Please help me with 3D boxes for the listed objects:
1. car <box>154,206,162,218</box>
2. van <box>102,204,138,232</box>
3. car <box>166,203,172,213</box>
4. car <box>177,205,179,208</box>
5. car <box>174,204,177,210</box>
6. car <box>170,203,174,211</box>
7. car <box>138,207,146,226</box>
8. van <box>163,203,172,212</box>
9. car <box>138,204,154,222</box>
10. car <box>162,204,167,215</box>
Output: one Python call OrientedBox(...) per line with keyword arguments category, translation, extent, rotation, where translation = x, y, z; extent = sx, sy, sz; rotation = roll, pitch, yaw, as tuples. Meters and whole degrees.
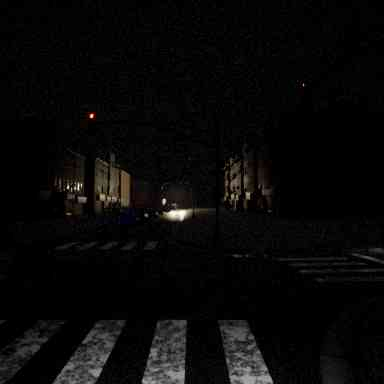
OrientedBox(category="car", translation=(-5.442, 2.666, 43.287), extent=(1.887, 1.381, 4.507), rotation=(2, -2, 0))
OrientedBox(category="van", translation=(-5.390, 1.905, 24.415), extent=(1.690, 1.788, 3.998), rotation=(2, -2, 0))
OrientedBox(category="car", translation=(-5.495, 3.344, 64.438), extent=(1.887, 1.381, 4.507), rotation=(1, -2, 0))
OrientedBox(category="car", translation=(-5.556, 4.041, 90.880), extent=(2.192, 1.841, 5.009), rotation=(1, -2, 0))
OrientedBox(category="car", translation=(-5.548, 4.086, 85.586), extent=(2.008, 1.369, 4.403), rotation=(1, -2, 0))
OrientedBox(category="car", translation=(-5.506, 3.419, 69.728), extent=(1.967, 1.590, 4.097), rotation=(1, -2, 0))
OrientedBox(category="car", translation=(-5.404, 2.211, 27.728), extent=(2.008, 1.369, 4.403), rotation=(2, -2, 0))
OrientedBox(category="van", translation=(-5.517, 3.501, 75.019), extent=(1.690, 1.788, 3.998), rotation=(1, -2, 0))
OrientedBox(category="car", translation=(-5.409, 2.120, 32.718), extent=(2.192, 1.841, 5.009), rotation=(2, -2, 0))
OrientedBox(category="car", translation=(-5.470, 3.035, 53.862), extent=(1.802, 1.307, 4.206), rotation=(2, -2, 0))
